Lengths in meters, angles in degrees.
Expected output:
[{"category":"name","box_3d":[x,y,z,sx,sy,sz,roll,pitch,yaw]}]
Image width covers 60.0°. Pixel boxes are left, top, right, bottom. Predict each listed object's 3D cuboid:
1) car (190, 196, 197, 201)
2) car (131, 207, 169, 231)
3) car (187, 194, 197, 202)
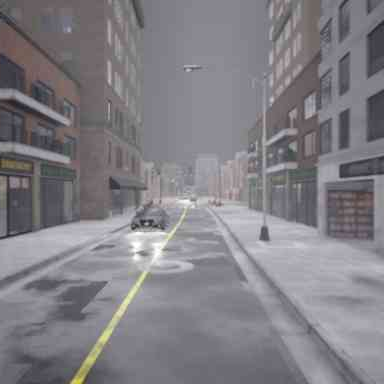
[{"category":"car","box_3d":[0.361,1.760,89.265,1.752,1.417,4.829,0,0,0]},{"category":"car","box_3d":[-2.547,1.620,20.932,1.994,1.385,4.181,0,0,1]},{"category":"car","box_3d":[0.401,1.785,83.490,1.947,1.339,4.313,0,0,0]}]
